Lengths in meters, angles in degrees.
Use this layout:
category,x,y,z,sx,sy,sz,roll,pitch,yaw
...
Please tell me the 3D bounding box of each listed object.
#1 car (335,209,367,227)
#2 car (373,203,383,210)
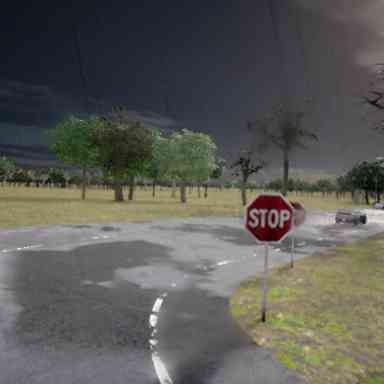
category,x,y,z,sx,sy,sz,roll,pitch,yaw
car,14.966,2.333,31.188,2.128,1.511,4.902,4,1,40
car,41.994,3.285,74.556,1.812,1.442,4.674,4,1,40
